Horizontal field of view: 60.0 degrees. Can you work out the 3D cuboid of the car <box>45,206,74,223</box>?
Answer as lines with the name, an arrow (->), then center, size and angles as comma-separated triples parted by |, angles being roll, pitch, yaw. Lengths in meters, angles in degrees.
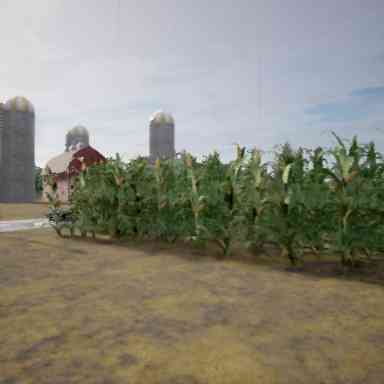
car -> -8.935, 1.736, 26.381 | 1.895, 1.301, 4.718 | 1, 0, 37
